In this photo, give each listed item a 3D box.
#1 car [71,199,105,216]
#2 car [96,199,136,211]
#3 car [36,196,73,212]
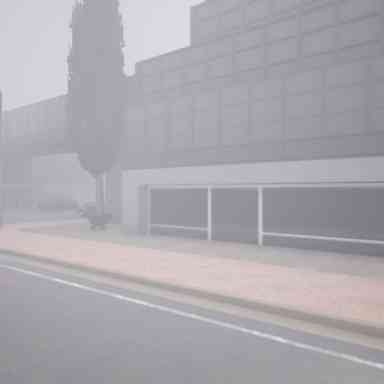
[{"bbox_3d":[-8.432,1.585,31.028,1.895,1.301,4.718,0,0,37],"label":"car"},{"bbox_3d":[-9.470,1.580,41.762,1.895,1.301,4.718,0,0,36],"label":"car"},{"bbox_3d":[-15.792,1.329,38.967,2.097,1.767,4.553,0,0,36],"label":"car"}]
